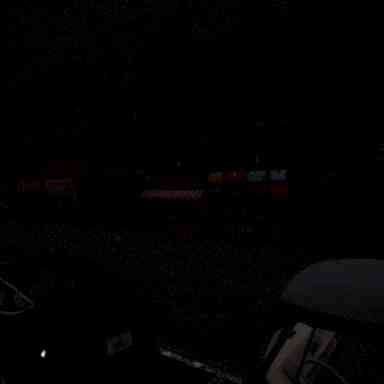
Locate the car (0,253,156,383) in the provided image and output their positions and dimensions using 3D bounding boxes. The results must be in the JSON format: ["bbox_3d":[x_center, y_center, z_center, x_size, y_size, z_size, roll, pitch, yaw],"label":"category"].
[{"bbox_3d":[-2.416,1.527,4.543,4.313,1.339,1.947,1,0,35],"label":"car"}]

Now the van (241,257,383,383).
[{"bbox_3d":[2.068,1.350,1.348,3.998,1.788,1.690,1,0,35],"label":"van"}]
